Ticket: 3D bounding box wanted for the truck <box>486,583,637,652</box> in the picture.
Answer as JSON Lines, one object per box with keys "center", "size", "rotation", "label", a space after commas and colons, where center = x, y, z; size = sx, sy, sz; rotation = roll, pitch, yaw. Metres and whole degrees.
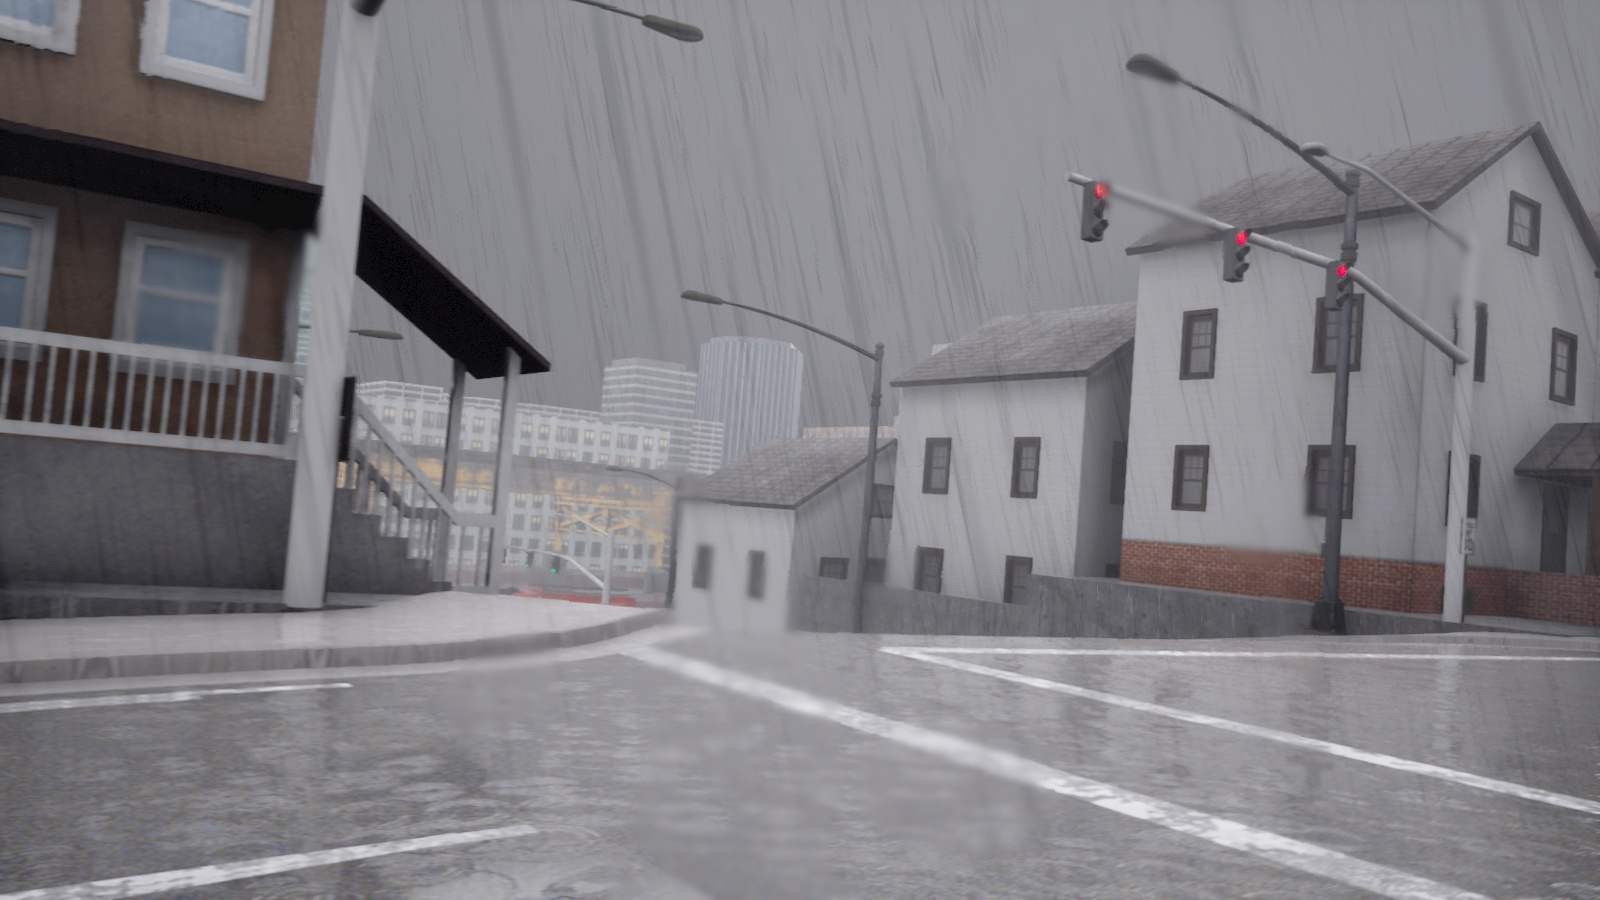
{"center": [-14.719, 10.399, 77.855], "size": [8.468, 3.827, 2.891], "rotation": [6, -4, -34], "label": "truck"}
